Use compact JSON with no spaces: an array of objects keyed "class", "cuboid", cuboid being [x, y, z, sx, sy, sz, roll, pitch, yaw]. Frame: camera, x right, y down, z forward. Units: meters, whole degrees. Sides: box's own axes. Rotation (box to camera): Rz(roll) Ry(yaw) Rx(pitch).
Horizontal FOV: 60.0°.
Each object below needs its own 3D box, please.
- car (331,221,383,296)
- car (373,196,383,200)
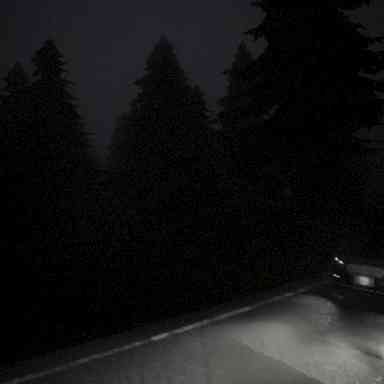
[{"class":"car","cuboid":[5.190,1.460,8.115,4.902,1.511,2.128,0,0,-42]},{"class":"car","cuboid":[27.269,1.318,47.247,2.128,1.511,4.902,0,0,-10]}]
